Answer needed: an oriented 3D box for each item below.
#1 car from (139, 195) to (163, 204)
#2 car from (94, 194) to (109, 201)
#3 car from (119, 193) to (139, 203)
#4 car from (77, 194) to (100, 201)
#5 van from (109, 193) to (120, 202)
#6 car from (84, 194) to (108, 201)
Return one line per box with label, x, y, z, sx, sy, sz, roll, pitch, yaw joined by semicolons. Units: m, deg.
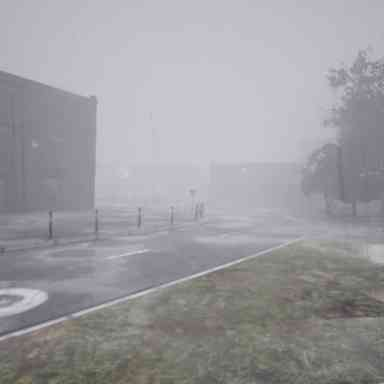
car;-7.838;1.644;67.097;2.163;1.488;4.792;1;-1;32
car;-19.422;1.204;74.549;2.185;1.767;4.553;2;0;32
car;-12.385;1.389;70.068;2.185;1.767;4.553;1;0;32
car;-24.126;1.196;77.513;2.231;1.521;4.892;2;0;32
van;-14.914;1.227;71.506;1.878;1.987;4.442;2;0;32
car;-21.894;1.259;76.077;2.097;1.535;5.008;2;0;32
